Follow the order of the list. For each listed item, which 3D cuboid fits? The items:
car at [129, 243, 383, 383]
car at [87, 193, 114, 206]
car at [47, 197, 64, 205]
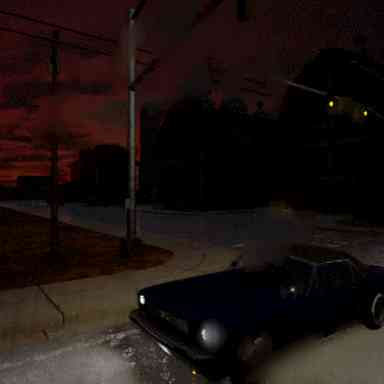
[{"bbox_3d":[1.455,1.600,5.363,4.718,1.301,1.895,0,0,-36],"label":"car"},{"bbox_3d":[-13.817,1.116,50.584,3.866,1.878,1.905,-2,5,11],"label":"car"},{"bbox_3d":[-23.348,1.536,56.654,1.994,1.385,4.181,0,0,-36],"label":"car"}]
